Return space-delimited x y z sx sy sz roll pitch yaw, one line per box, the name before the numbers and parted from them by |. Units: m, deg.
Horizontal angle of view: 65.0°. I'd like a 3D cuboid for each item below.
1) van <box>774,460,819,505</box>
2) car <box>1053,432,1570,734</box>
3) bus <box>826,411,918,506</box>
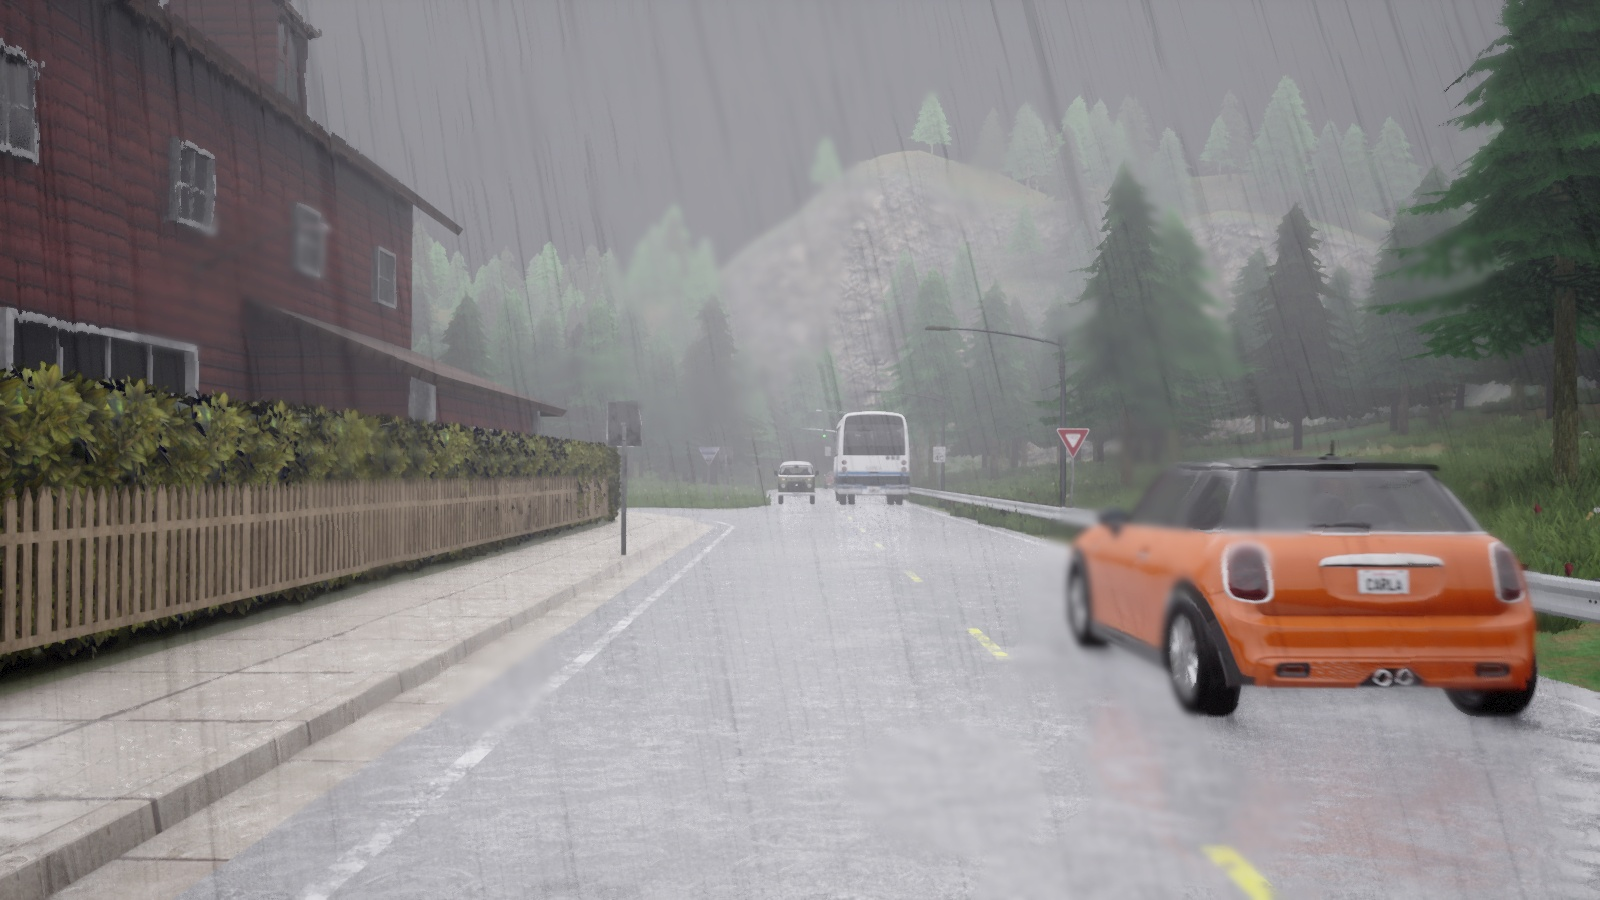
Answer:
van | -0.157 1.534 59.469 2.069 2.038 4.480 0 -1 0
car | 3.477 0.821 9.687 2.097 1.767 4.553 0 -1 0
bus | 3.347 0.458 61.708 3.944 4.253 10.273 0 -1 0
